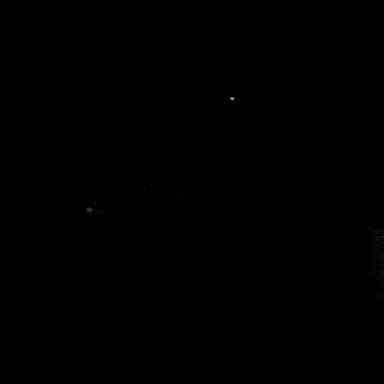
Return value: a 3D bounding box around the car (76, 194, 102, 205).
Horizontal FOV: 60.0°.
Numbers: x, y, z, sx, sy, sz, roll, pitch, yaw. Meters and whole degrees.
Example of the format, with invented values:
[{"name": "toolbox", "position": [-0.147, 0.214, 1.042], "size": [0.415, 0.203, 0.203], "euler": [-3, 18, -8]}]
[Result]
[{"name": "car", "position": [-12.913, 0.934, 41.817], "size": [1.895, 1.301, 4.718], "euler": [-1, 2, -36]}]
